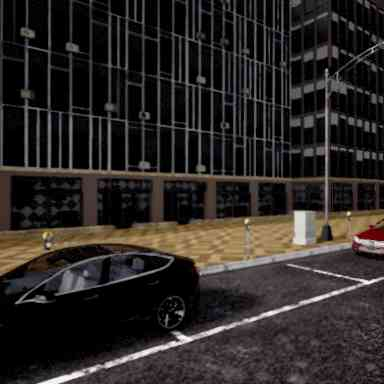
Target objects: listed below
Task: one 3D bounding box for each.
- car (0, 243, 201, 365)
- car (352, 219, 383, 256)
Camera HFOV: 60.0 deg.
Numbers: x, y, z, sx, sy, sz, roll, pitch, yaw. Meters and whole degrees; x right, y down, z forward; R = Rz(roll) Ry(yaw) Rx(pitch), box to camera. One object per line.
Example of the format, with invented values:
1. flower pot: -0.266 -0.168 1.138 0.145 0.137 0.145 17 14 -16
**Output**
1. car: -1.834 1.564 5.249 4.313 1.339 1.947 0 0 -36
2. car: 7.432 1.561 11.861 4.206 1.307 1.802 0 0 -36
